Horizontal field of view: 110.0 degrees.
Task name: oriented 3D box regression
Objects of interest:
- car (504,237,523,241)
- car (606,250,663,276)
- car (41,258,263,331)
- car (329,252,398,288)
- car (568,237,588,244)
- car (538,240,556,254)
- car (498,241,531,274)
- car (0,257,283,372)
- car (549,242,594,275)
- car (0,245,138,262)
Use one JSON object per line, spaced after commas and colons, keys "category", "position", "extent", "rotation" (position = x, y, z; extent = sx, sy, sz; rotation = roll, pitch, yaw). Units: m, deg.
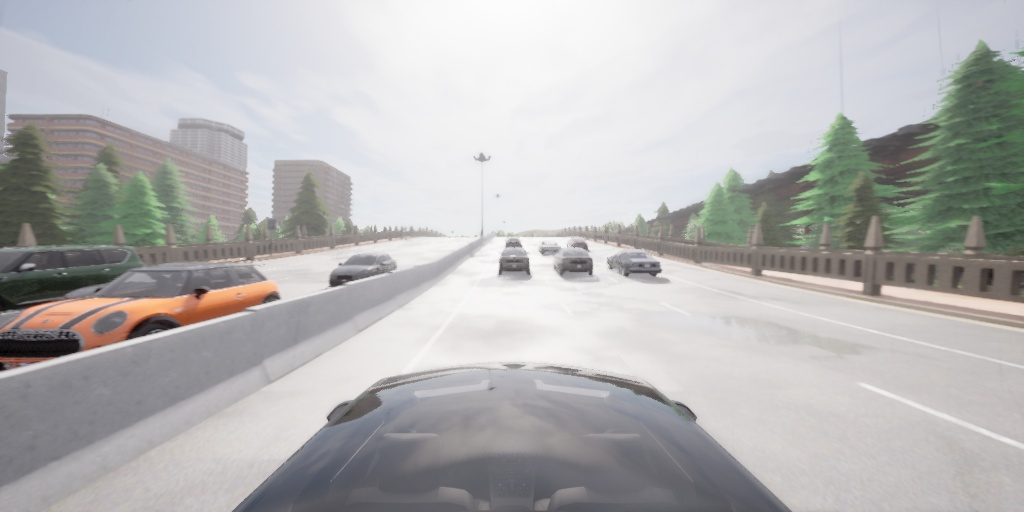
{"category": "car", "position": [0.173, -1.332, 39.440], "extent": [1.837, 1.490, 4.892], "rotation": [0, 6, 0]}
{"category": "car", "position": [7.125, 0.327, 21.378], "extent": [2.033, 1.411, 5.357], "rotation": [0, 5, 0]}
{"category": "car", "position": [-10.570, 0.954, 11.313], "extent": [1.882, 1.535, 5.008], "rotation": [0, 3, 0]}
{"category": "car", "position": [-7.026, 0.609, 17.449], "extent": [1.837, 1.490, 4.892], "rotation": [0, 4, 0]}
{"category": "car", "position": [7.154, -1.312, 39.363], "extent": [1.812, 1.442, 4.674], "rotation": [0, 5, 0]}
{"category": "car", "position": [3.669, -0.931, 36.003], "extent": [1.895, 1.301, 4.718], "rotation": [0, 5, 0]}
{"category": "car", "position": [0.139, 0.166, 22.460], "extent": [1.882, 1.535, 5.008], "rotation": [0, 5, 0]}
{"category": "car", "position": [-7.084, 0.975, 7.505], "extent": [2.097, 1.767, 4.553], "rotation": [0, 2, 0]}
{"category": "car", "position": [3.636, 0.216, 21.871], "extent": [1.882, 1.535, 5.008], "rotation": [0, 5, 0]}
{"category": "car", "position": [-13.994, 0.727, 10.396], "extent": [2.150, 2.045, 5.566], "rotation": [0, 2, 0]}
